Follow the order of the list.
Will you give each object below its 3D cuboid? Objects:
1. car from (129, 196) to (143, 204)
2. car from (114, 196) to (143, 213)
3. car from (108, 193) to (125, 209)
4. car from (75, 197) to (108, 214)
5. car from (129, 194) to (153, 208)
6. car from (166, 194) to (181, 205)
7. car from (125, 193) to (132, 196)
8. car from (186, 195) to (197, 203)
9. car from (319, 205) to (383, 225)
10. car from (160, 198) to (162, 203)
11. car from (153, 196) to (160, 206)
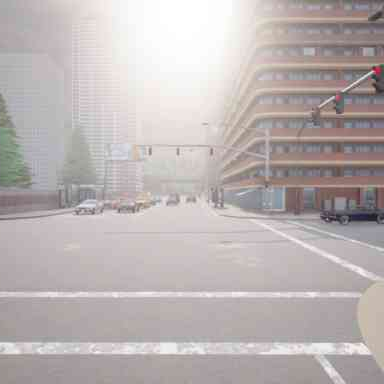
[{"bbox_3d":[-10.651,1.505,63.985,1.837,1.490,4.892,0,0,0],"label":"car"},{"bbox_3d":[-7.148,1.526,37.730,1.812,1.442,4.674,0,0,0],"label":"car"},{"bbox_3d":[-10.672,1.352,43.839,2.097,1.767,4.553,0,0,0],"label":"car"},{"bbox_3d":[-10.658,1.526,34.893,1.812,1.442,4.674,0,0,2],"label":"car"},{"bbox_3d":[-7.177,1.477,47.069,1.882,1.535,5.008,0,0,0],"label":"car"},{"bbox_3d":[-3.497,1.547,58.154,2.033,1.411,5.357,0,0,0],"label":"car"},{"bbox_3d":[-10.683,1.221,53.568,2.150,2.045,5.566,0,0,0],"label":"car"},{"bbox_3d":[-0.118,1.350,69.644,2.097,1.767,4.553,0,0,0],"label":"car"},{"bbox_3d":[11.384,1.545,23.162,4.718,1.301,1.895,0,0,-13],"label":"car"},{"bbox_3d":[-7.138,1.526,66.773,1.812,1.442,4.674,0,0,0],"label":"car"},{"bbox_3d":[-7.179,1.491,56.548,2.128,1.511,4.902,0,0,0],"label":"car"}]
